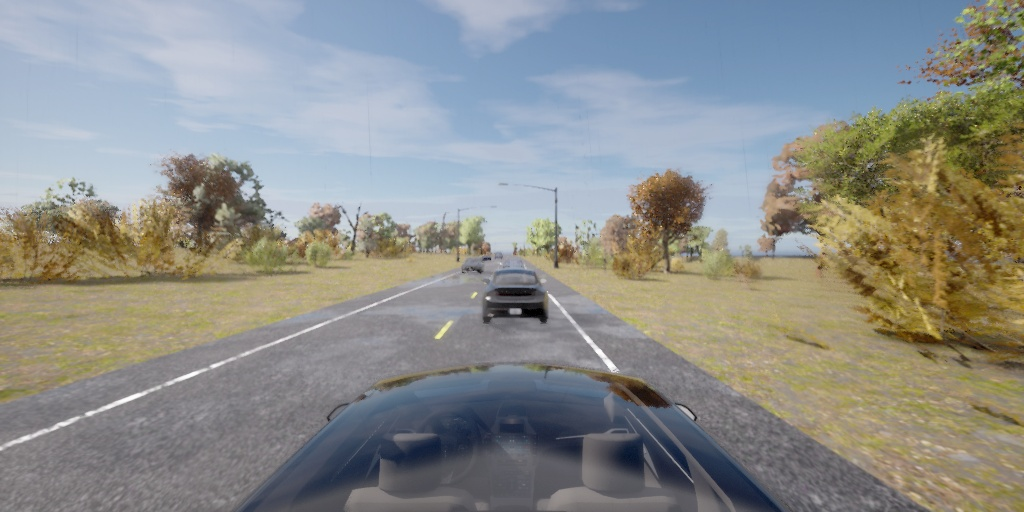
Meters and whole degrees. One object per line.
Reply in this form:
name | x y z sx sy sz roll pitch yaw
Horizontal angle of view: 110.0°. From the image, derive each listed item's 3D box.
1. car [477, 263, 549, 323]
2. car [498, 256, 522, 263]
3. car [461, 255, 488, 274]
car | 0.093 1.135 11.505 1.837 1.490 4.892 0 1 0
car | 0.116 0.960 29.555 2.033 1.411 5.357 0 1 0
car | -3.575 0.873 33.419 1.837 1.490 4.892 0 1 0
